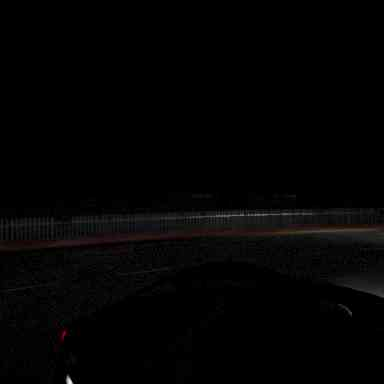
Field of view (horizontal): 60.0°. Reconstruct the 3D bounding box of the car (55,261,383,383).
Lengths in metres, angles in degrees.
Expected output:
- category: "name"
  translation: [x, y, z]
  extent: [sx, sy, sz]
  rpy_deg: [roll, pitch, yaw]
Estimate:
- category: "car"
  translation: [0.713, 1.536, 3.778]
  extent: [4.181, 1.385, 1.994]
  rpy_deg: [0, 0, -31]
